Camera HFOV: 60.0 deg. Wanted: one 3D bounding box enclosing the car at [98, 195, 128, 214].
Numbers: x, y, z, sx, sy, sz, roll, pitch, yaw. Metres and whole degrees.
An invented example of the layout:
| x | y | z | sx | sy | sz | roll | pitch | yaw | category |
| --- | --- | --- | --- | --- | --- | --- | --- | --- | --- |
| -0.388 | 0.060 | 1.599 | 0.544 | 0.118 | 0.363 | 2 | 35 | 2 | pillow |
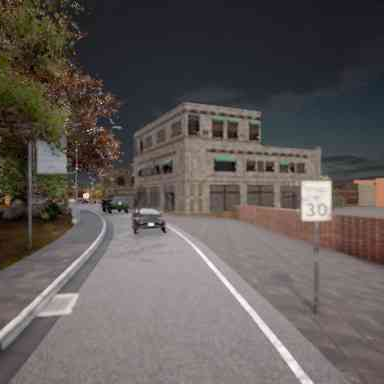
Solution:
| x | y | z | sx | sy | sz | roll | pitch | yaw | category |
| --- | --- | --- | --- | --- | --- | --- | --- | --- | --- |
| -8.866 | 1.370 | 38.144 | 2.150 | 2.045 | 5.566 | 0 | 0 | -25 | car |

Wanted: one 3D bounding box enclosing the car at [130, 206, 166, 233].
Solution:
| x | y | z | sx | sy | sz | roll | pitch | yaw | category |
| --- | --- | --- | --- | --- | --- | --- | --- | --- | --- |
| -2.668 | 1.570 | 19.954 | 1.812 | 1.442 | 4.674 | 0 | 0 | -12 | car |
